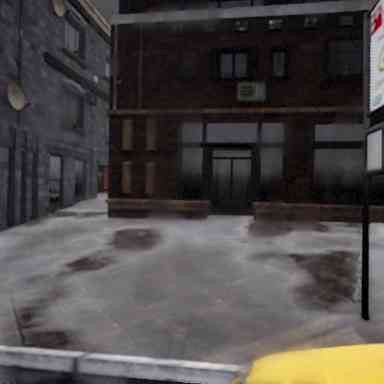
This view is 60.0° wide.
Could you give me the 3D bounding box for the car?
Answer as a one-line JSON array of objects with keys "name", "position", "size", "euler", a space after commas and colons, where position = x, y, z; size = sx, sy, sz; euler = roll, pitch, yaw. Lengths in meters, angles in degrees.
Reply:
[{"name": "car", "position": [2.827, 1.456, 1.881], "size": [5.366, 1.575, 1.801], "euler": [0, 0, 9]}]
